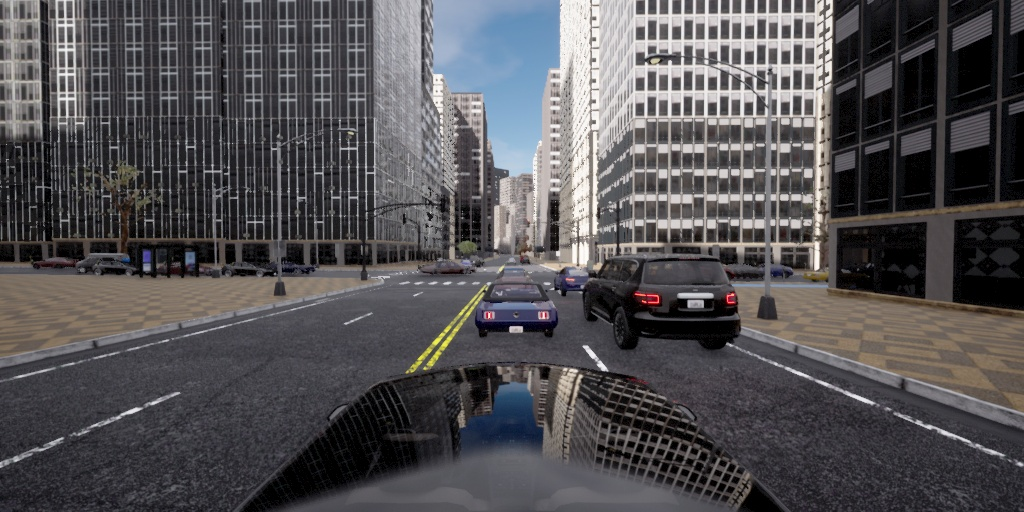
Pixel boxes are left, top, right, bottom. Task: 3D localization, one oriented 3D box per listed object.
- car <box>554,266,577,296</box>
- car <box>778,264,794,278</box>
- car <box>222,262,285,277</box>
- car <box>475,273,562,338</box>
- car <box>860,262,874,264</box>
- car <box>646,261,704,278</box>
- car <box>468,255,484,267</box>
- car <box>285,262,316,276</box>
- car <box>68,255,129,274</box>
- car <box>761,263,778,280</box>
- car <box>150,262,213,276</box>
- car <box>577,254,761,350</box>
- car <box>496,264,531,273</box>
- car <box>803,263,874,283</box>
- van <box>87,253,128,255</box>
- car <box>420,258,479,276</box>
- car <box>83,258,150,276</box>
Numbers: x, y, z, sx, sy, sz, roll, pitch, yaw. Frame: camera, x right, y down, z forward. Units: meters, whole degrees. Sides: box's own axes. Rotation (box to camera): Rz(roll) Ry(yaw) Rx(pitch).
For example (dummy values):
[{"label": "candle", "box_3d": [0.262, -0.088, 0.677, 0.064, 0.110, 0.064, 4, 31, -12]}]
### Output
[{"label": "car", "box_3d": [3.336, 1.264, 18.924, 1.812, 1.442, 4.674, 0, 0, 0]}, {"label": "car", "box_3d": [25.805, 1.466, 36.305, 4.674, 1.442, 1.812, 1, 1, 1]}, {"label": "car", "box_3d": [-22.756, 1.170, 31.176, 4.313, 1.339, 1.948, 0, 0, 1]}, {"label": "car", "box_3d": [0.095, 1.346, 10.194, 1.895, 1.301, 4.718, 0, 0, 0]}, {"label": "car", "box_3d": [35.906, 1.380, 36.123, 4.553, 1.767, 2.097, 0, 1, 1]}, {"label": "car", "box_3d": [16.492, 1.336, 36.454, 5.008, 1.535, 1.882, 1, 1, 1]}, {"label": "car", "box_3d": [-6.623, 0.917, 61.183, 2.150, 2.045, 5.566, 0, 0, 0]}, {"label": "car", "box_3d": [-21.213, 1.174, 33.855, 4.718, 1.301, 1.895, 1, 1, 1]}, {"label": "car", "box_3d": [-38.538, 0.922, 34.197, 4.892, 1.490, 1.837, 0, 1, 1]}, {"label": "car", "box_3d": [21.383, 1.479, 33.180, 4.674, 1.442, 1.812, 0, 1, 1]}, {"label": "car", "box_3d": [-28.440, 1.134, 31.305, 4.207, 1.307, 1.802, 0, 0, 1]}, {"label": "car", "box_3d": [3.345, 0.967, 9.232, 2.150, 2.045, 5.566, 0, 0, 0]}, {"label": "car", "box_3d": [0.088, 1.303, 18.931, 1.994, 1.385, 4.181, 0, 0, 0]}, {"label": "car", "box_3d": [27.618, 1.575, 30.494, 4.829, 1.417, 1.751, 0, 0, 1]}, {"label": "van", "box_3d": [-45.319, 0.600, 40.124, 3.998, 1.789, 1.690, 0, 0, 1]}, {"label": "car", "box_3d": [-6.375, 1.223, 35.566, 5.357, 1.411, 2.033, 0, 1, -23]}, {"label": "car", "box_3d": [-34.121, 1.065, 31.473, 4.313, 1.339, 1.948, 0, 0, 1]}]
